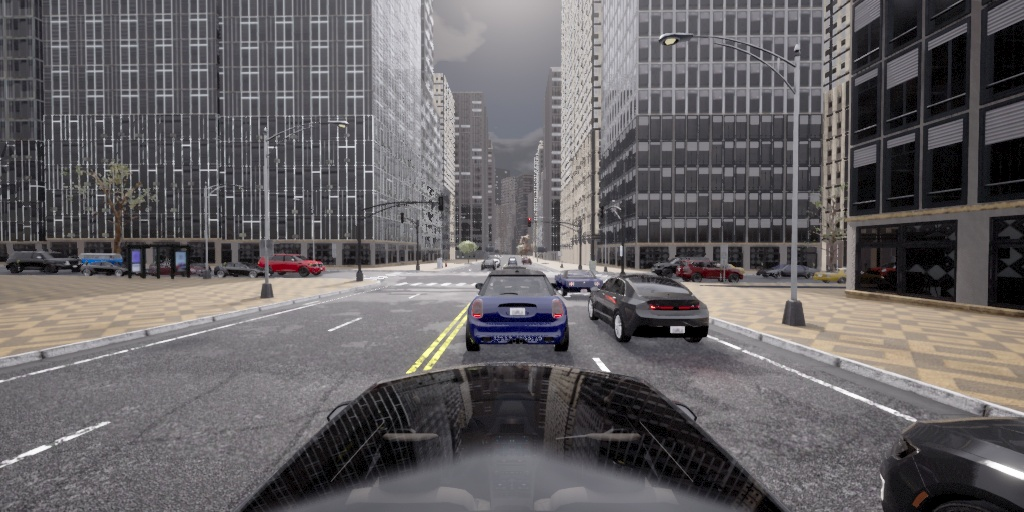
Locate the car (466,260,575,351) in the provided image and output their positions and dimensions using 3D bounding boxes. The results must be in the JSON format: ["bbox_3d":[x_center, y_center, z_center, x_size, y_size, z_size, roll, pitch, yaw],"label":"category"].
[{"bbox_3d":[0.110,1.099,9.100,2.097,1.767,4.553,0,0,0],"label":"car"}]

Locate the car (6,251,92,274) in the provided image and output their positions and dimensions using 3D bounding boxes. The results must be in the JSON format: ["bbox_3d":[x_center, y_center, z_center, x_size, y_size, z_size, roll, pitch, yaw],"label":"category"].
[{"bbox_3d":[-43.428,0.598,33.458,5.566,2.045,2.150,0,1,2],"label":"car"}]

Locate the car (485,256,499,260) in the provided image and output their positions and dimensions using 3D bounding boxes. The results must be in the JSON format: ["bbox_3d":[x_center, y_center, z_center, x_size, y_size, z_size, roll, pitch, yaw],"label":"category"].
[{"bbox_3d":[-3.271,1.193,50.633,1.882,1.535,5.008,0,0,0],"label":"car"}]

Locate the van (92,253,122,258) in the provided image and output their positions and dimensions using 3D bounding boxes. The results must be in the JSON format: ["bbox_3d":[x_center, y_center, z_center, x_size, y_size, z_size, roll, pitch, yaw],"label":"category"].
[{"bbox_3d":[-45.233,0.605,39.286,3.998,1.789,1.690,0,0,1],"label":"van"}]

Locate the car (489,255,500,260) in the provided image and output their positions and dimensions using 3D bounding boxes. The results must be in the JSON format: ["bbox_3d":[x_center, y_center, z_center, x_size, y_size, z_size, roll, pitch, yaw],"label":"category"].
[{"bbox_3d":[-3.242,0.925,60.582,2.150,2.045,5.566,0,0,0],"label":"car"}]

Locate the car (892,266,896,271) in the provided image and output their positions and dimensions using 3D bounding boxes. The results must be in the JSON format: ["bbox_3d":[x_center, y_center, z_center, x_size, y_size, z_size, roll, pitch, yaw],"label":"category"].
[{"bbox_3d":[33.152,1.684,29.384,4.207,1.307,1.802,0,0,1],"label":"car"}]

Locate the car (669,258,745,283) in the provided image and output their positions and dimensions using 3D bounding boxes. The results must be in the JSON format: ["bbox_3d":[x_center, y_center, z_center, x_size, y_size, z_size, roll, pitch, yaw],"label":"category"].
[{"bbox_3d":[16.234,1.269,29.700,5.009,1.841,2.192,0,0,1],"label":"car"}]

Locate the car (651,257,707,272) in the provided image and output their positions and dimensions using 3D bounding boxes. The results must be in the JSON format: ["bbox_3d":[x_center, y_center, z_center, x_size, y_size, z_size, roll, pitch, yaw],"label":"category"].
[{"bbox_3d":[16.775,1.088,35.463,5.566,2.045,2.150,1,1,1],"label":"car"}]

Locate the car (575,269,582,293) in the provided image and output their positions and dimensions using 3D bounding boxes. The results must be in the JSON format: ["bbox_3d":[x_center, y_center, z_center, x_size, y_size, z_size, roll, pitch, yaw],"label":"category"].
[{"bbox_3d":[3.376,1.341,19.017,1.895,1.301,4.718,0,0,0],"label":"car"}]

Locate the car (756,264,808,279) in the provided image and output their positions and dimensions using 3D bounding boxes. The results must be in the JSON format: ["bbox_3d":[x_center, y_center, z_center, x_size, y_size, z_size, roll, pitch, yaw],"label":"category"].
[{"bbox_3d":[27.182,1.504,35.273,5.357,1.411,2.033,1,1,1],"label":"car"}]

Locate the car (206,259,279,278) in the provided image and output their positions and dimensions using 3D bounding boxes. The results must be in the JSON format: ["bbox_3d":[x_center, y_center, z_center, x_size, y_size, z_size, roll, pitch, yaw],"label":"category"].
[{"bbox_3d":[-22.690,1.174,30.285,4.313,1.339,1.948,0,0,1],"label":"car"}]

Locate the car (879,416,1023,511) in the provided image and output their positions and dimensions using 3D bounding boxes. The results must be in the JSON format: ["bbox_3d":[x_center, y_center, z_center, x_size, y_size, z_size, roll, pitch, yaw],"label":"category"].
[{"bbox_3d":[3.345,1.255,0.308,1.837,1.490,4.892,0,0,0],"label":"car"}]

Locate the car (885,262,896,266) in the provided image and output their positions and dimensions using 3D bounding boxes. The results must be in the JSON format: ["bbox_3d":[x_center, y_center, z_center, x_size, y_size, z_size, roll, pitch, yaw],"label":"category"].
[{"bbox_3d":[37.475,1.398,35.065,4.553,1.767,2.097,0,1,1],"label":"car"}]

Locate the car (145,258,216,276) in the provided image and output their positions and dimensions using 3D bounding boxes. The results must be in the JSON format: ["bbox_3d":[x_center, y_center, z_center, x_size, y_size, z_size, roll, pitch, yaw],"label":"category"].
[{"bbox_3d":[-30.595,0.997,33.163,4.892,1.490,1.837,1,1,1],"label":"car"}]

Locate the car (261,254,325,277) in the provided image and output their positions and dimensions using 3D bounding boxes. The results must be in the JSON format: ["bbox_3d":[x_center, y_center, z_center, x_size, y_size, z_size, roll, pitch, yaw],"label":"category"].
[{"bbox_3d":[-20.236,0.808,32.934,5.566,2.045,2.150,0,1,1],"label":"car"}]

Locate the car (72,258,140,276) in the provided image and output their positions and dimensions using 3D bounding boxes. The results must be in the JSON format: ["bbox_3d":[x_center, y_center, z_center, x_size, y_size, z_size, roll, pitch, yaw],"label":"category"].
[{"bbox_3d":[-34.054,1.069,30.608,4.313,1.339,1.948,0,0,1],"label":"car"}]

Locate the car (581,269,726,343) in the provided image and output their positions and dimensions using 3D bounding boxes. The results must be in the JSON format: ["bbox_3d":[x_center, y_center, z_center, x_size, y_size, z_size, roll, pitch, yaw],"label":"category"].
[{"bbox_3d":[3.361,1.251,9.706,1.837,1.490,4.892,0,0,0],"label":"car"}]

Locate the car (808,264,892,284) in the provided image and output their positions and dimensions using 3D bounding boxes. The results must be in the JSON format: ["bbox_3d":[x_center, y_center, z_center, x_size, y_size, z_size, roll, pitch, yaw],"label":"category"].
[{"bbox_3d":[27.682,1.579,29.486,4.829,1.417,1.751,0,0,1],"label":"car"}]

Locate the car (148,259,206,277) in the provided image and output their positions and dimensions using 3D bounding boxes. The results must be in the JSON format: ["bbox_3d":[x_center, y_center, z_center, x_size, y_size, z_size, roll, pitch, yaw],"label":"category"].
[{"bbox_3d":[-28.374,1.138,30.427,4.207,1.307,1.802,0,0,1],"label":"car"}]
